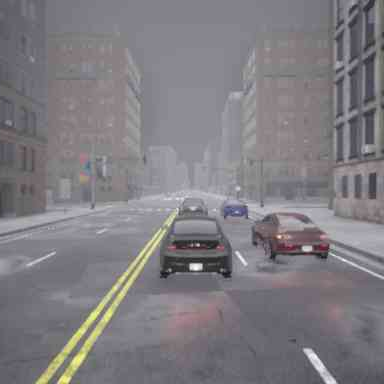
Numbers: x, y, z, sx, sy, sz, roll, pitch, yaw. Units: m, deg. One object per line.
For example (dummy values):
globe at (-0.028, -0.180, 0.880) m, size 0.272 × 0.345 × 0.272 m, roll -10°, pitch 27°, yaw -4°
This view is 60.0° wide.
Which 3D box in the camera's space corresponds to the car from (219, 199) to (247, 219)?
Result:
car at (3.328, 1.308, 26.978) m, size 1.882 × 1.535 × 5.008 m, roll 0°, pitch 0°, yaw 0°

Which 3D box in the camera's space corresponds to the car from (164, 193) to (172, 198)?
car at (-6.602, 0.914, 91.923) m, size 2.128 × 1.511 × 4.902 m, roll 0°, pitch 0°, yaw 0°

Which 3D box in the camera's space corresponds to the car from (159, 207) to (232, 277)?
car at (0.091, 1.442, 10.030) m, size 1.837 × 1.490 × 4.892 m, roll 0°, pitch 1°, yaw 0°

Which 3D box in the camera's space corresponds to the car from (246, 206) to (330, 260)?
car at (3.341, 1.450, 11.942) m, size 1.812 × 1.442 × 4.674 m, roll 0°, pitch 1°, yaw 0°

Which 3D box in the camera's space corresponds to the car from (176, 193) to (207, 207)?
car at (0.078, 1.194, 25.154) m, size 2.097 × 1.767 × 4.553 m, roll 0°, pitch 0°, yaw 0°

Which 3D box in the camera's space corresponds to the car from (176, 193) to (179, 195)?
car at (-3.353, 0.914, 91.924) m, size 2.128 × 1.511 × 4.902 m, roll 0°, pitch 0°, yaw 0°
